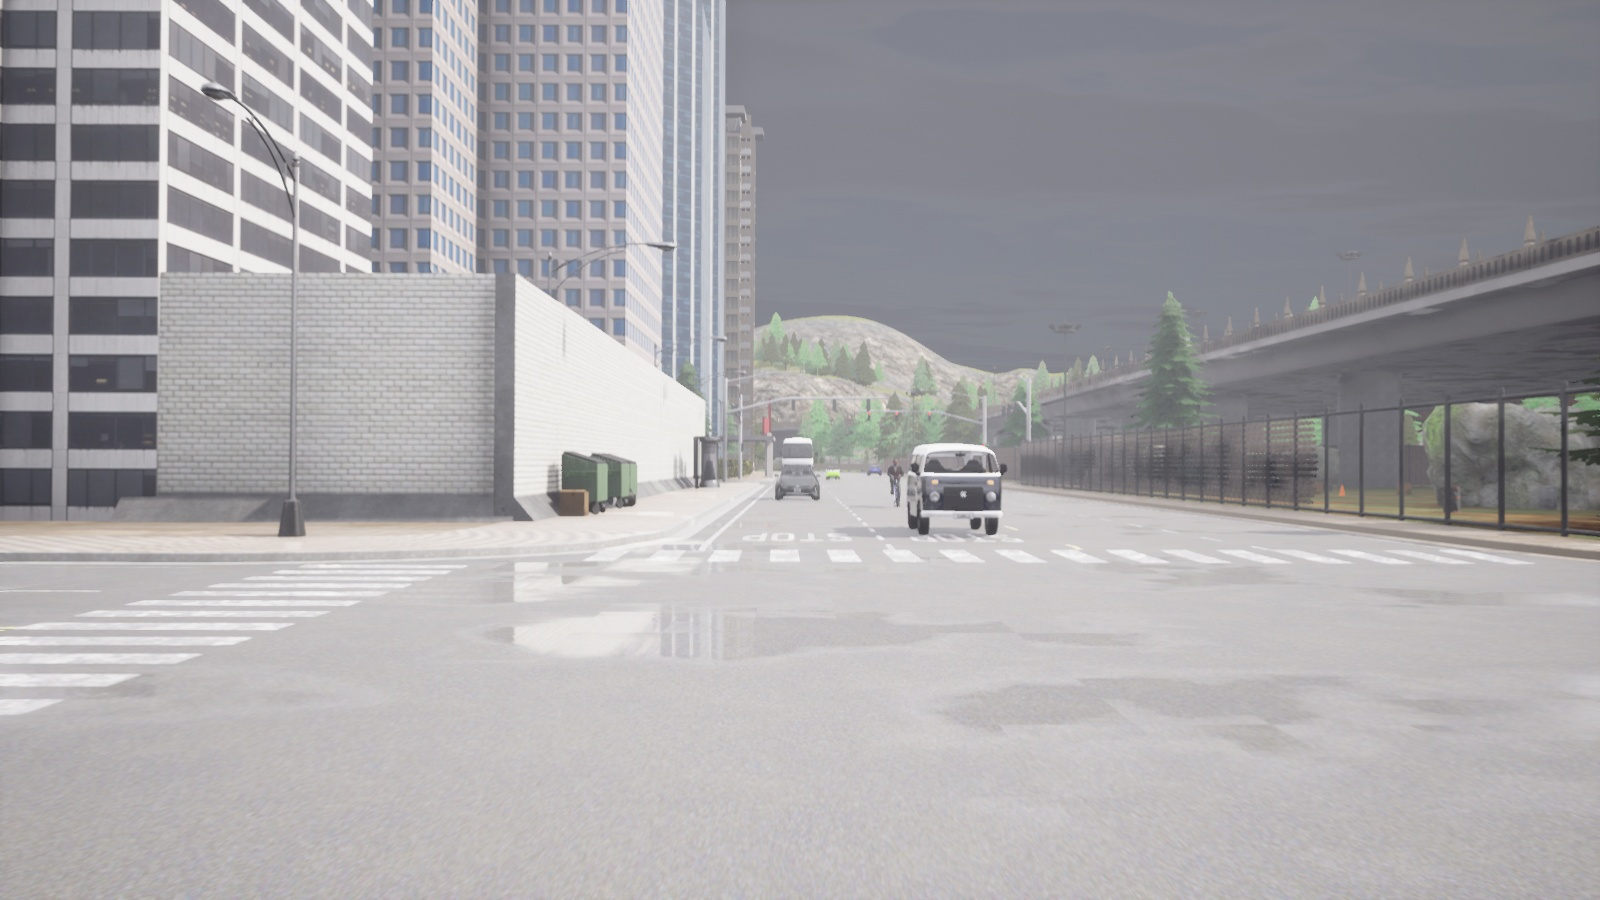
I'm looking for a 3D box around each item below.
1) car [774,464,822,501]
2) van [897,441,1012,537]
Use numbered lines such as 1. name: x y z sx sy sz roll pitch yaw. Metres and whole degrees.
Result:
1. car: -0.098 1.394 54.740 2.007 1.525 4.514 0 -1 0
2. van: 3.448 0.853 28.794 2.069 2.038 4.480 0 -1 0
